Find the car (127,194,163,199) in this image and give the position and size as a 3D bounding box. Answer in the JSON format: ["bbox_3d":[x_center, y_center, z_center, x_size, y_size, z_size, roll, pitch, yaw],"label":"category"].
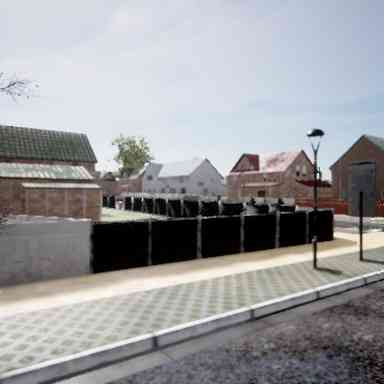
[{"bbox_3d":[-6.450,1.220,45.077,2.128,1.511,4.902,0,0,-34],"label":"car"}]

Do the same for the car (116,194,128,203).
[{"bbox_3d":[-11.694,1.092,57.746,2.128,1.511,4.902,0,0,-34],"label":"car"}]
